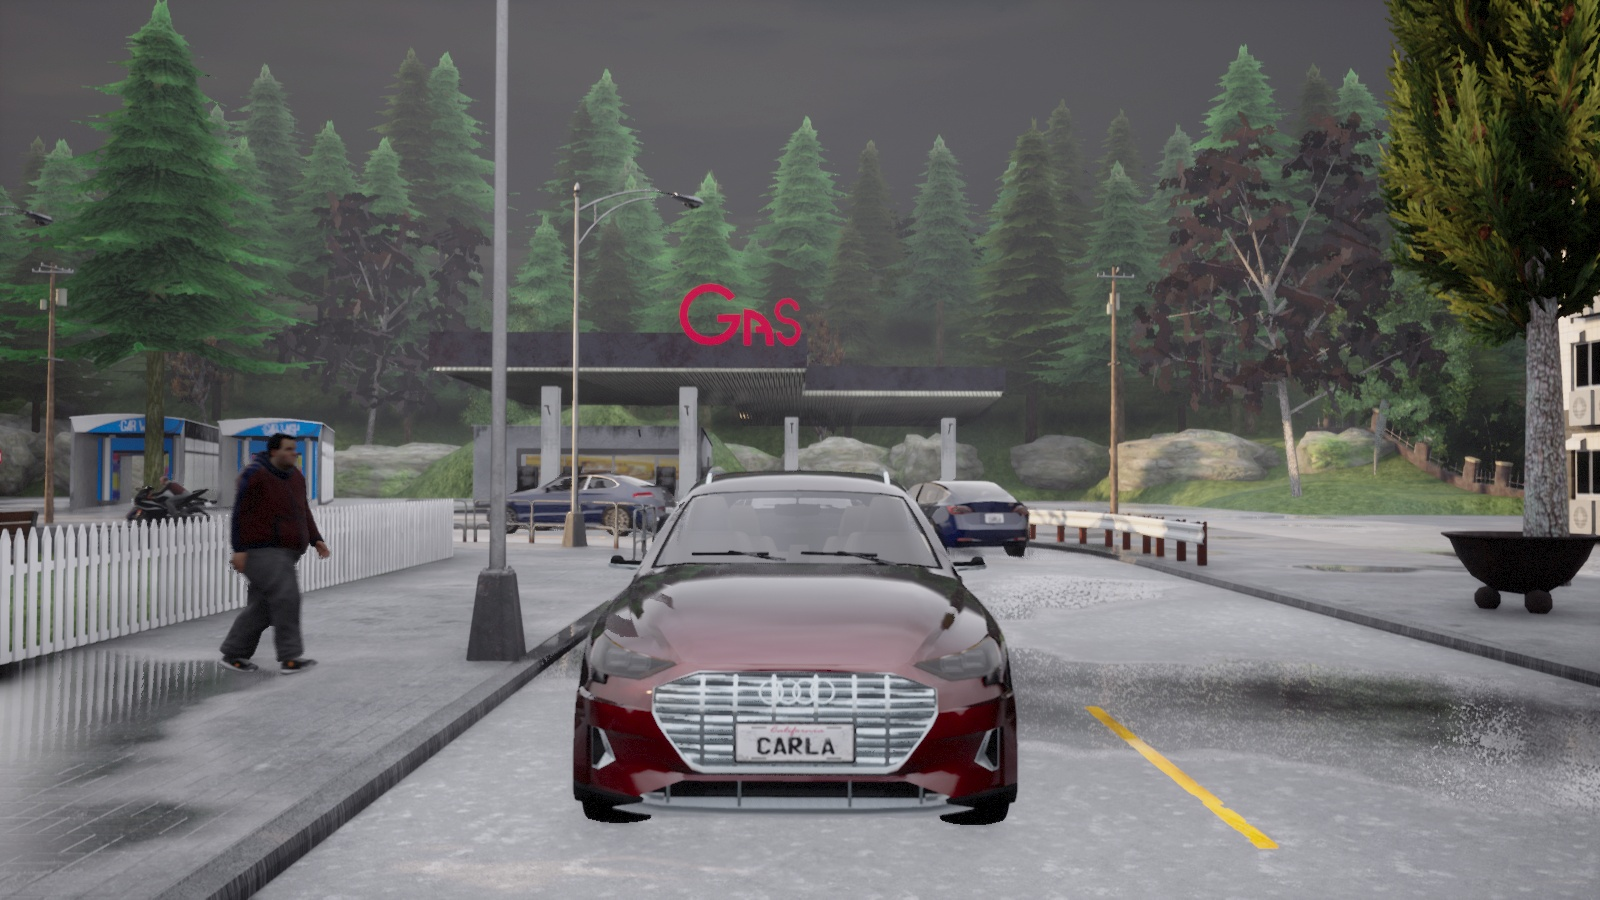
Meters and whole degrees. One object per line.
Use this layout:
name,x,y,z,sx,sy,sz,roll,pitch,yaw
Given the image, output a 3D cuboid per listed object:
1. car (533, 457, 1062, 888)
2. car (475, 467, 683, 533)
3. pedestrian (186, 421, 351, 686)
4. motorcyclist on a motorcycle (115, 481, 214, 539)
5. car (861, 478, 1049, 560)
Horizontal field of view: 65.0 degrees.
car,-0.006,0.897,7.266,2.033,1.649,4.856,0,-1,0
car,-5.838,1.296,33.315,5.027,1.651,2.152,-1,-1,18
pedestrian,-3.867,0.731,9.172,0.899,1.844,0.634,0,-1,11
motorcyclist on a motorcycle,-17.004,1.603,33.641,2.191,1.530,0.866,0,-1,-1
car,3.024,1.331,25.800,2.163,1.488,4.792,0,-1,-15
